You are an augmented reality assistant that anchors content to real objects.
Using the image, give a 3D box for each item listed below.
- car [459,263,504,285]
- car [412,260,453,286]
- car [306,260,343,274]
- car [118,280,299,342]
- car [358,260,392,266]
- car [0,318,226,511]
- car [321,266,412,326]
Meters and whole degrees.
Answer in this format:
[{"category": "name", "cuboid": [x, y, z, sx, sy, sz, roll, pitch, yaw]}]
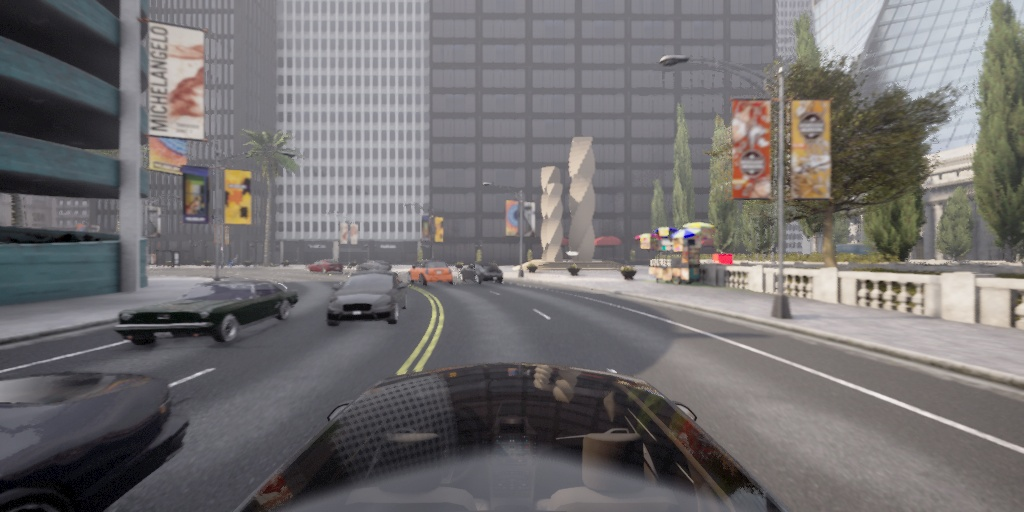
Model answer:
[{"category": "car", "cuboid": [-2.353, 1.255, 26.373, 1.837, 1.490, 4.892, 0, 0, -30]}, {"category": "car", "cuboid": [-5.852, 1.096, 25.361, 2.097, 1.767, 4.553, 0, 0, -30]}, {"category": "car", "cuboid": [-21.098, 1.210, 40.276, 5.008, 1.535, 1.882, 0, 0, 30]}, {"category": "car", "cuboid": [-7.694, 1.345, 9.694, 1.895, 1.301, 4.718, 0, 0, -10]}, {"category": "car", "cuboid": [-15.748, 1.229, 40.979, 4.902, 1.511, 2.128, 0, 0, 36]}, {"category": "car", "cuboid": [-3.633, 1.295, 0.599, 2.033, 1.411, 5.357, 0, 0, -1]}, {"category": "car", "cuboid": [-4.547, 1.252, 11.812, 1.837, 1.490, 4.892, 0, 0, -11]}]
